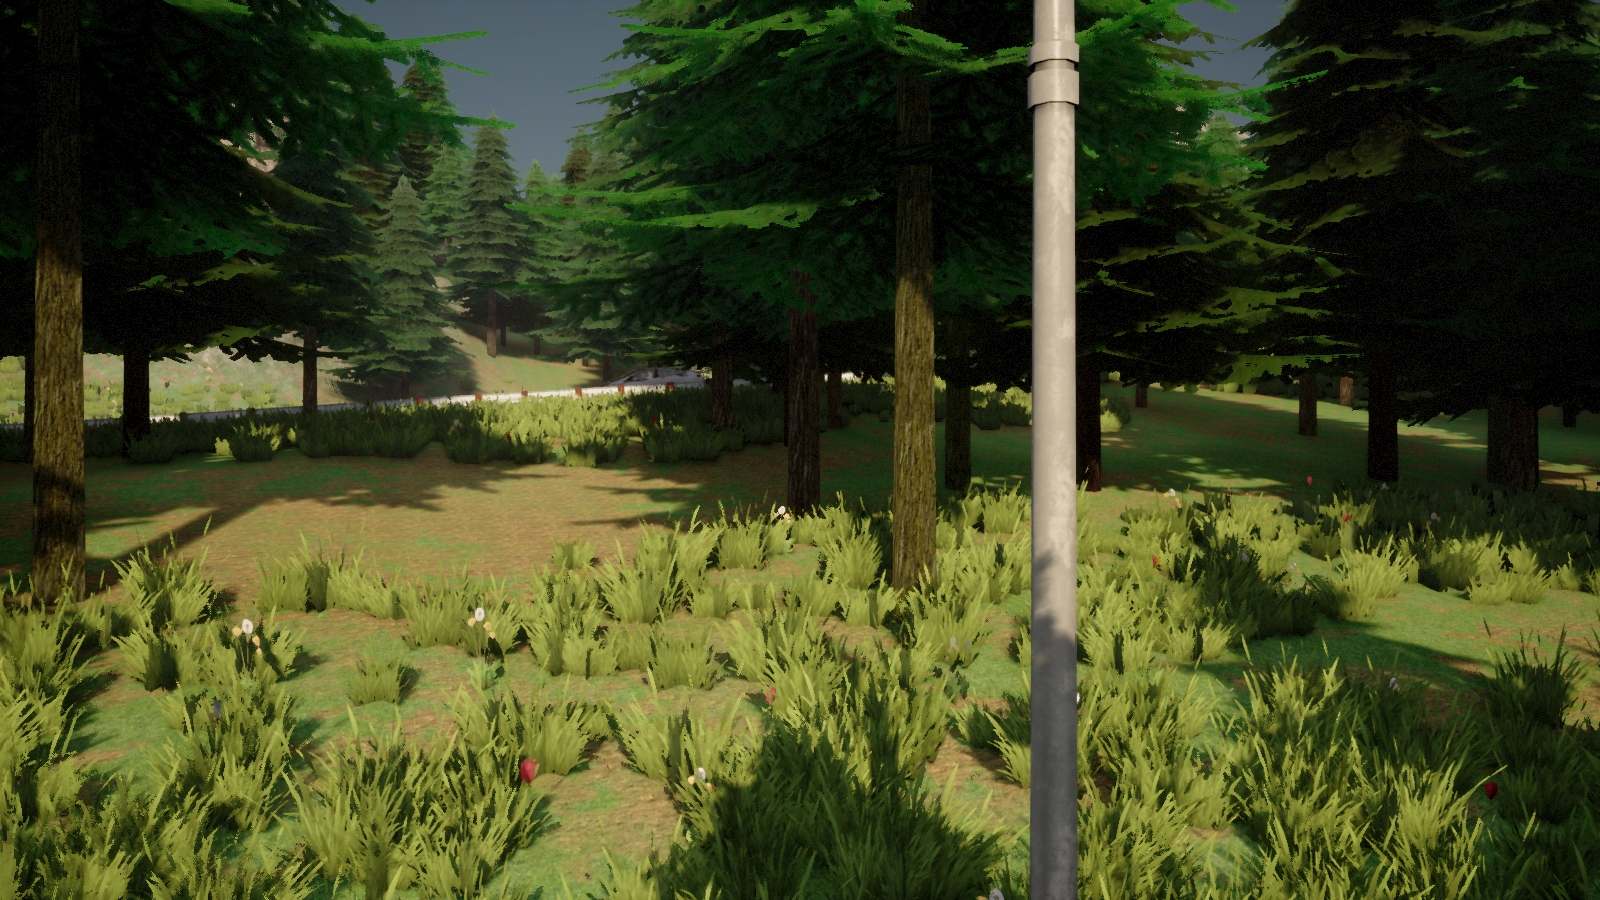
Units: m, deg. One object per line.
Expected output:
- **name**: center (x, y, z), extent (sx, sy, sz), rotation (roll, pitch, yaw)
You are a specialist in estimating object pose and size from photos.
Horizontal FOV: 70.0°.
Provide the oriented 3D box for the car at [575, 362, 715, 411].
- **car**: center (-5.932, -2.432, 43.817), extent (4.792, 1.488, 2.163), rotation (-5, 2, -26)
